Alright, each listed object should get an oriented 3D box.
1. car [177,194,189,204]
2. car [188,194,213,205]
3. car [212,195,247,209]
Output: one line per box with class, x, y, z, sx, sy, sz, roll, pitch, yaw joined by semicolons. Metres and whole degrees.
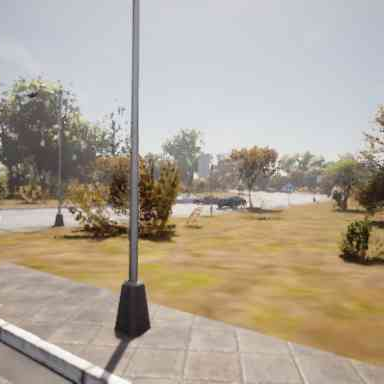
car;-1.131;0.963;48.663;1.812;1.442;4.674;1;1;39
car;1.912;1.047;46.865;1.994;1.385;4.181;1;1;39
car;4.871;1.134;39.240;1.837;1.490;4.892;1;1;39
